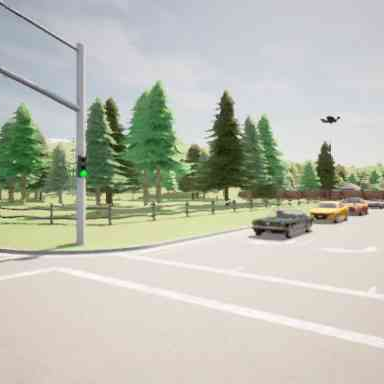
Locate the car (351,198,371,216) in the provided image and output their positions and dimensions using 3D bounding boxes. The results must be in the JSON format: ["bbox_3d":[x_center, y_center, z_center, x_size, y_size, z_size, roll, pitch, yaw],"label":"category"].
[{"bbox_3d":[15.756,1.347,32.575,2.097,1.767,4.553,0,0,36],"label":"car"}]

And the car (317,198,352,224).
[{"bbox_3d":[10.469,1.470,25.360,1.882,1.535,5.008,0,0,36],"label":"car"}]

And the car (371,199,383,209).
[{"bbox_3d":[24.637,1.593,44.615,1.895,1.301,4.718,0,0,37],"label":"car"}]

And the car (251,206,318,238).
[{"bbox_3d":[4.925,1.594,17.784,1.895,1.301,4.718,0,0,36],"label":"car"}]
